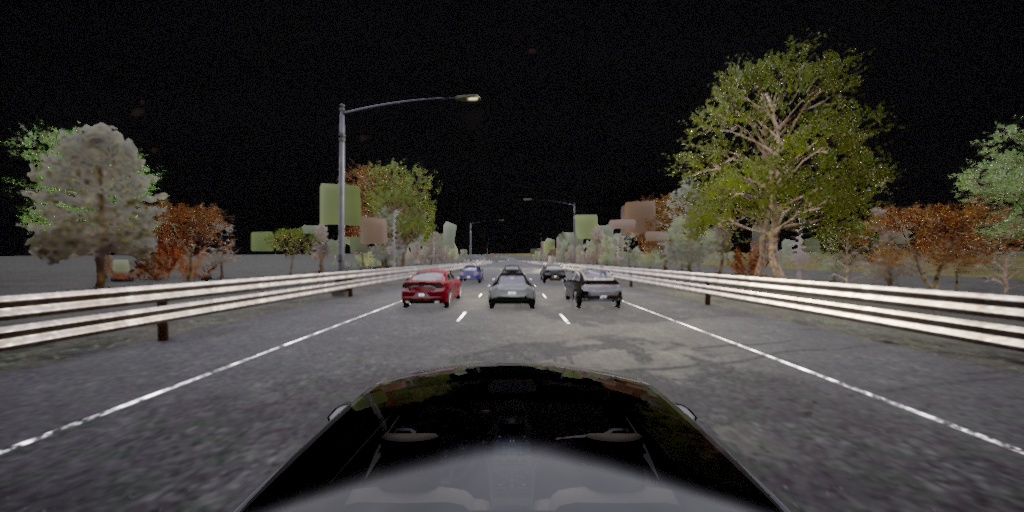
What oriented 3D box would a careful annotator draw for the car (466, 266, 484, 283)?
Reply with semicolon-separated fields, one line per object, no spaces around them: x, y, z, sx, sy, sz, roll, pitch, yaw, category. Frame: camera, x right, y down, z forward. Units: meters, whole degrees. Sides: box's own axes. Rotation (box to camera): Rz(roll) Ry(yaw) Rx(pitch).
-3.493;1.558;31.246;1.812;1.442;4.674;0;0;0;car

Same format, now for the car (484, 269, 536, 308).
0.007;1.451;16.147;1.994;1.385;4.181;0;0;0;car

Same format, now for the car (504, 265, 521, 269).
0.007;1.539;31.140;1.837;1.490;4.892;0;0;0;car

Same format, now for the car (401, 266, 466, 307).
-3.492;1.366;16.331;1.882;1.535;5.008;0;0;0;car

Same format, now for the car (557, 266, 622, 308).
3.506;1.379;16.152;2.128;1.511;4.902;0;0;0;car

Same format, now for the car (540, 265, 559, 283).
3.509;1.511;31.346;1.882;1.535;5.008;0;0;0;car
